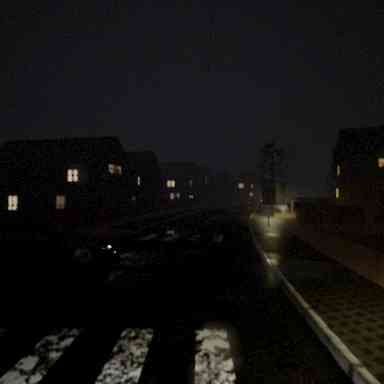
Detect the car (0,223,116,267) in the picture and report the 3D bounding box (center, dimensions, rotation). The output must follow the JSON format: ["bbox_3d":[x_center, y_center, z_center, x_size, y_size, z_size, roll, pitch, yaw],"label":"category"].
[{"bbox_3d":[-5.385,1.789,11.438,5.357,1.411,2.033,-1,0,-8],"label":"car"}]

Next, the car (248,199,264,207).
[{"bbox_3d":[10.454,1.761,53.821,1.895,1.301,4.718,0,0,23],"label":"car"}]

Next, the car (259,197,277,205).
[{"bbox_3d":[14.482,1.653,63.254,2.128,1.511,4.902,-1,0,26],"label":"car"}]
